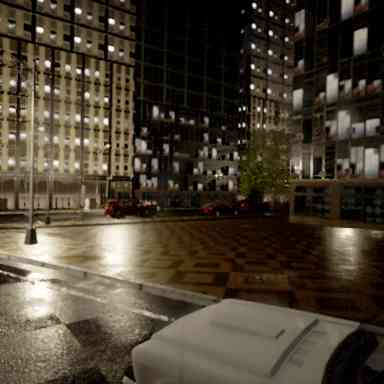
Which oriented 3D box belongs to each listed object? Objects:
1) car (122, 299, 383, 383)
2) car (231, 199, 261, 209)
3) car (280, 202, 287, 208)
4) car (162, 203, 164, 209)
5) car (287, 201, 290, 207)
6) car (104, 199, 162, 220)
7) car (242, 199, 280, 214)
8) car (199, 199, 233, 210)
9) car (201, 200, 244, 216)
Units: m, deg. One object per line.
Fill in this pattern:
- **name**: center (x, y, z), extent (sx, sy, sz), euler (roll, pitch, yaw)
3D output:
- **car**: center (1.701, 1.601, 2.473), extent (4.718, 1.301, 1.895), euler (0, 0, 35)
- **car**: center (8.349, 1.877, 51.365), extent (4.313, 1.339, 1.947), euler (1, 1, -34)
- **car**: center (13.026, 1.939, 54.567), extent (4.206, 1.307, 1.802), euler (1, 1, -34)
- **car**: center (-5.685, 1.725, 41.759), extent (4.403, 1.369, 2.008), euler (1, 1, -34)
- **car**: center (17.705, 1.969, 57.769), extent (4.313, 1.339, 1.947), euler (1, 1, -34)
- **car**: center (-5.909, 1.649, 32.051), extent (5.009, 1.841, 2.192), euler (1, 1, -34)
- **car**: center (8.124, 1.786, 41.656), extent (5.009, 1.841, 2.192), euler (1, 1, -34)
- **car**: center (3.531, 1.790, 48.066), extent (4.829, 1.417, 1.752), euler (1, 1, -34)
- **car**: center (3.441, 1.970, 38.459), extent (4.507, 1.381, 1.887), euler (1, 1, -34)
